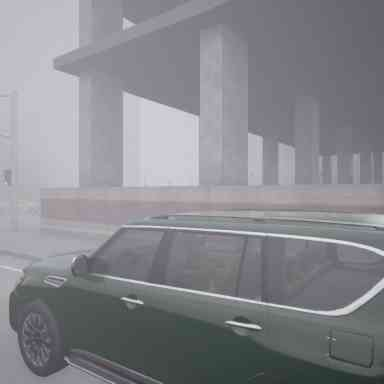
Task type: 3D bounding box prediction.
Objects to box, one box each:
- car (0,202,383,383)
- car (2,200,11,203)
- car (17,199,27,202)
[{"bbox_3d":[0.130,1.221,3.890,5.566,2.045,2.150,0,0,35],"label":"car"},{"bbox_3d":[-18.332,1.533,33.759,1.882,1.535,5.008,0,0,36],"label":"car"},{"bbox_3d":[-14.282,1.547,33.407,2.128,1.511,4.902,0,0,36],"label":"car"}]
